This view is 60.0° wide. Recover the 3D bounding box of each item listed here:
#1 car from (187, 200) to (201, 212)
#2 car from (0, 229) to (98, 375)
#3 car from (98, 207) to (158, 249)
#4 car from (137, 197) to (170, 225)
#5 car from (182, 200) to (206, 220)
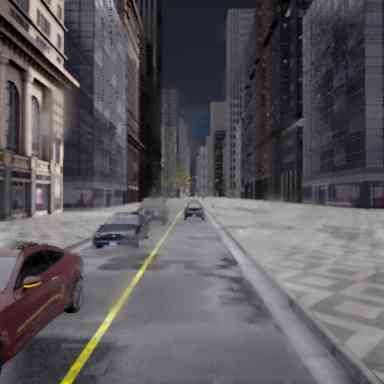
[{"bbox_3d":[0.230,1.862,44.837,1.837,1.490,4.892,0,0,0],"label":"car"},{"bbox_3d":[-3.093,1.562,5.121,1.812,1.442,4.674,0,-1,0],"label":"car"},{"bbox_3d":[-3.055,1.669,15.595,2.033,1.411,5.357,0,0,0],"label":"car"},{"bbox_3d":[-2.970,1.428,26.246,2.150,2.045,5.566,0,0,0],"label":"car"},{"bbox_3d":[0.189,1.753,30.544,1.837,1.490,4.892,0,0,0],"label":"car"}]
